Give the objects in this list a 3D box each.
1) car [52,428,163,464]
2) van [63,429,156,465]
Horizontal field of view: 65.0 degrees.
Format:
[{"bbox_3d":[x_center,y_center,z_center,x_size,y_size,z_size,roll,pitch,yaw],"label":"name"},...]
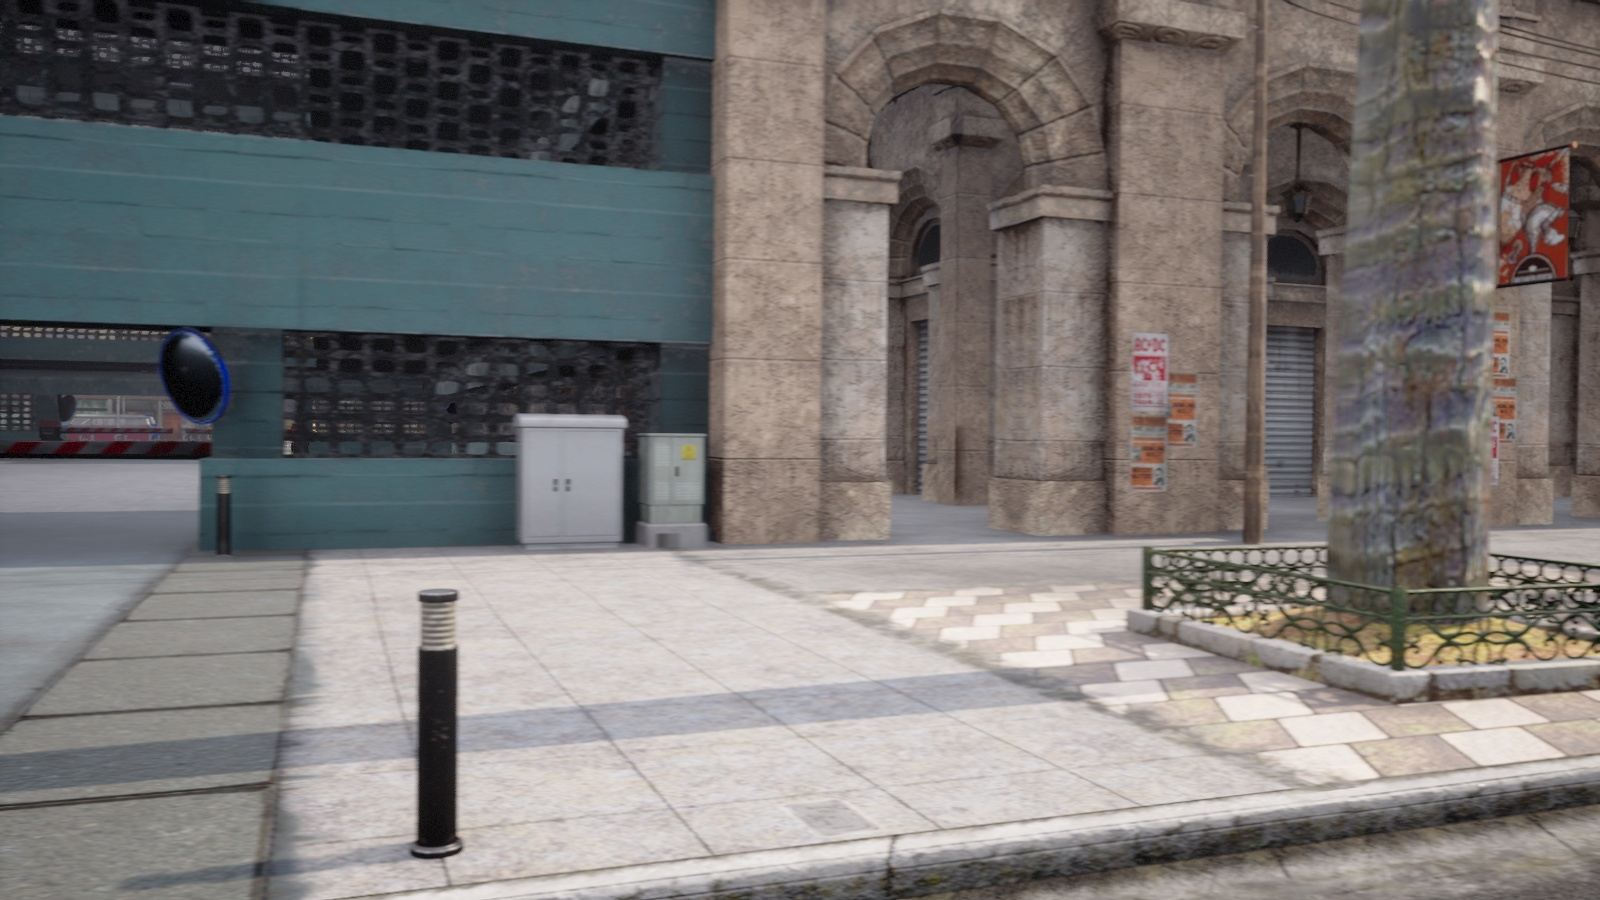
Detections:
[{"bbox_3d":[-41.527,-0.262,75.465,5.566,2.045,2.150,-1,1,-20],"label":"car"},{"bbox_3d":[-39.746,-0.198,72.400,4.442,1.987,1.775,-1,1,-21],"label":"van"}]
